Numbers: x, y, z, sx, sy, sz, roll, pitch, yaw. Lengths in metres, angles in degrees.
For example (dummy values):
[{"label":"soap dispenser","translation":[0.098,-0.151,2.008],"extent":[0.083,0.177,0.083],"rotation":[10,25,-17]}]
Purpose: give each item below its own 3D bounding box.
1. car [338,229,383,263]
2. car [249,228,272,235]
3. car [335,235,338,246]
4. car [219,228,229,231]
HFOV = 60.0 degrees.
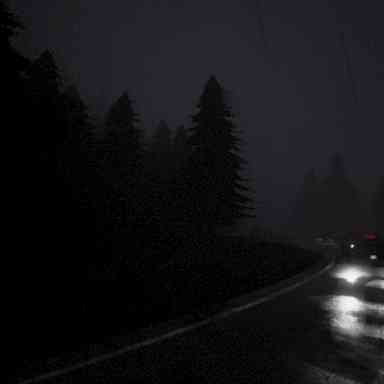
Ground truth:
[{"label":"car","translation":[7.842,2.454,14.988],"extent":[1.895,1.301,4.718],"rotation":[1,-6,21]},{"label":"car","translation":[9.392,5.664,45.544],"extent":[1.812,1.442,4.674],"rotation":[1,-6,-12]},{"label":"car","translation":[13.348,3.746,26.935],"extent":[2.128,1.511,4.902],"rotation":[1,-6,0]},{"label":"car","translation":[5.511,6.858,57.043],"extent":[1.994,1.385,4.181],"rotation":[1,-6,7]}]
